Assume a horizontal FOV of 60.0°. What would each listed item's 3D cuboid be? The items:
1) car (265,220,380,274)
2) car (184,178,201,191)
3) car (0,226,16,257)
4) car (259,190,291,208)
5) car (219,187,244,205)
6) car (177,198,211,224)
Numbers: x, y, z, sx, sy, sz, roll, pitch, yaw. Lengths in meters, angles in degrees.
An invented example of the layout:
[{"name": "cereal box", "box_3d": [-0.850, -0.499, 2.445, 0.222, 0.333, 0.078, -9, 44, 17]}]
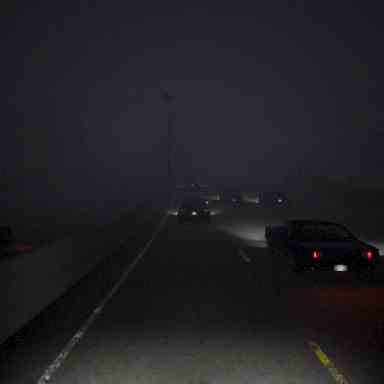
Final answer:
[{"name": "car", "box_3d": [3.604, 1.516, 10.266, 1.895, 1.301, 4.718, 0, 1, 0]}, {"name": "car", "box_3d": [0.035, -1.084, 41.585, 2.163, 1.488, 4.792, 0, 8, 0]}, {"name": "car", "box_3d": [-7.043, 1.477, 9.147, 2.033, 1.411, 5.357, 0, 1, 1]}, {"name": "car", "box_3d": [7.092, 0.484, 28.862, 1.994, 1.385, 4.181, 0, 5, 0]}, {"name": "car", "box_3d": [3.587, 0.282, 30.574, 1.812, 1.442, 4.674, 0, 6, 0]}, {"name": "car", "box_3d": [0.111, 1.085, 20.982, 1.994, 1.385, 4.181, 0, 3, 0]}]
